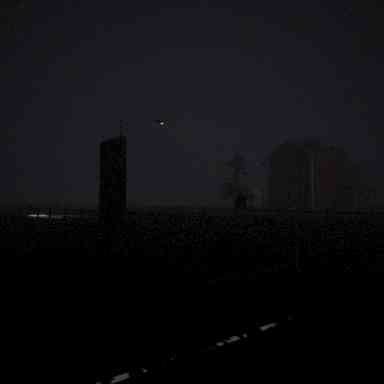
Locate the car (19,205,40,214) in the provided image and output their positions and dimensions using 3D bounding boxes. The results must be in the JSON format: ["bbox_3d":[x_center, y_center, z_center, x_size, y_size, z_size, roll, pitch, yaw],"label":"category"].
[{"bbox_3d":[-23.374,2.458,47.513,1.895,1.301,4.718,0,-1,-43],"label":"car"}]
